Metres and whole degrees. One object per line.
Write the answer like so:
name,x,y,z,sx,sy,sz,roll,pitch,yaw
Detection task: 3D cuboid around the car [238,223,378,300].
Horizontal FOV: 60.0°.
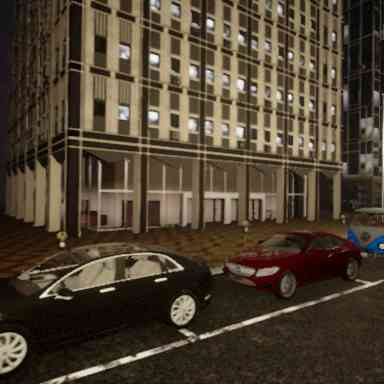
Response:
car,2.704,1.631,8.484,4.206,1.307,1.802,0,0,-36

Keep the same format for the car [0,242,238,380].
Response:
car,-1.620,1.563,5.396,4.403,1.369,2.008,0,0,-36

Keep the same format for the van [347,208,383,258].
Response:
van,7.031,1.427,11.571,3.998,1.788,1.690,0,0,-36
